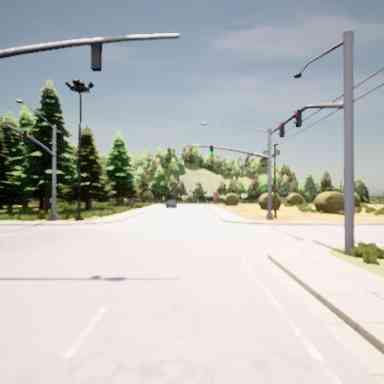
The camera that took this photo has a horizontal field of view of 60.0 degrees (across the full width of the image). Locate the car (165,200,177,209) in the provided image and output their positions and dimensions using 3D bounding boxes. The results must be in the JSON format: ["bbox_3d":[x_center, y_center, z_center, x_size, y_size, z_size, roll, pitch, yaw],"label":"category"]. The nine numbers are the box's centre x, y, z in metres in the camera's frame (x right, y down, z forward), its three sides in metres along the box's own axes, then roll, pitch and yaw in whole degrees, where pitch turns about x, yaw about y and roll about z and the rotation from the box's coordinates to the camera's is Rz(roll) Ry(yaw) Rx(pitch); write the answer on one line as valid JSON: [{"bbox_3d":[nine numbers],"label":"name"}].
[{"bbox_3d":[-3.572,2.163,57.989,1.837,1.490,4.892,0,-1,0],"label":"car"}]
